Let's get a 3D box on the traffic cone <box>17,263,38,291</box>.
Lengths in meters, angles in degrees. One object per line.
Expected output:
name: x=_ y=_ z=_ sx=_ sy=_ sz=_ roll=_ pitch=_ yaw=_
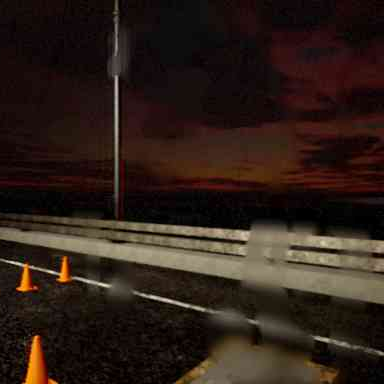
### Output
traffic cone: x=-3.867 y=1.974 z=7.811 sx=0.340 sy=0.580 sz=0.340 roll=0 pitch=0 yaw=36

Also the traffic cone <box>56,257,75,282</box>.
traffic cone: x=-3.283 y=1.976 z=8.622 sx=0.340 sy=0.580 sz=0.340 roll=0 pitch=0 yaw=36

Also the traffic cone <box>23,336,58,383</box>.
traffic cone: x=-1.795 y=1.965 z=3.849 sx=0.340 sy=0.580 sz=0.340 roll=0 pitch=0 yaw=36
